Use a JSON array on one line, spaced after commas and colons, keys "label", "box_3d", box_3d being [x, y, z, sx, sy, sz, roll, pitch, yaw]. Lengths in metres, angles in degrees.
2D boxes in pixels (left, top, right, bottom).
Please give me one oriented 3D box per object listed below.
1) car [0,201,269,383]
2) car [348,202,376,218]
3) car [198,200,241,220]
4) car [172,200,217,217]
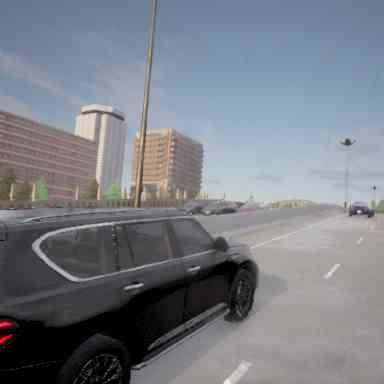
[{"label": "car", "box_3d": [-0.916, 1.225, 4.858, 2.150, 2.045, 5.566, 0, 0, 32]}, {"label": "car", "box_3d": [16.476, 1.671, 32.241, 1.812, 1.442, 4.674, 0, -1, 32]}, {"label": "car", "box_3d": [2.632, 1.568, 30.390, 1.837, 1.490, 4.892, 0, 0, 33]}, {"label": "car", "box_3d": [0.374, 1.606, 33.365, 2.033, 1.411, 5.357, 0, 0, 32]}]
